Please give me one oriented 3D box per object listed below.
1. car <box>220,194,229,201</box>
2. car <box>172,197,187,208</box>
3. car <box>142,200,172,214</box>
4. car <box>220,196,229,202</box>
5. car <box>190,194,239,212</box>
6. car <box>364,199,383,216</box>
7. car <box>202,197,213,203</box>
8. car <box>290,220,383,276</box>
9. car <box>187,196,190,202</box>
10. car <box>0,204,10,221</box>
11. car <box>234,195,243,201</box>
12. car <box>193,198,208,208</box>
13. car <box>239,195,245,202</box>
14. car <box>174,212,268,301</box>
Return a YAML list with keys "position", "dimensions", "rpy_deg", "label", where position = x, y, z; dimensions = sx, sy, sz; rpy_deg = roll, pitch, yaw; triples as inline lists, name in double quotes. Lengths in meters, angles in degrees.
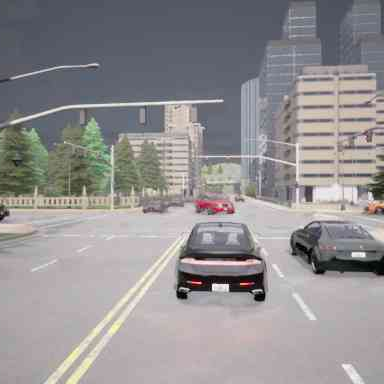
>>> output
- position: [8.409, 1.353, 85.751]
  dimensions: [2.097, 1.767, 4.553]
  rpy_deg: [0, 0, 5]
  label: "car"
- position: [-2.270, 1.564, 48.784]
  dimensions: [1.994, 1.385, 4.181]
  rpy_deg: [0, 0, 6]
  label: "car"
- position: [-3.754, 1.563, 34.603]
  dimensions: [1.994, 1.385, 4.181]
  rpy_deg: [0, 0, 7]
  label: "car"
- position: [7.612, 1.549, 77.449]
  dimensions: [1.994, 1.385, 4.181]
  rpy_deg: [0, 0, 5]
  label: "car"
- position: [2.091, 1.223, 33.024]
  dimensions: [2.150, 2.045, 5.566]
  rpy_deg: [-1, 0, -21]
  label: "car"
- position: [19.181, 1.352, 32.156]
  dimensions: [4.553, 1.767, 2.097]
  rpy_deg: [0, 0, 7]
  label: "car"
- position: [3.164, 1.601, 67.799]
  dimensions: [1.895, 1.301, 4.718]
  rpy_deg: [0, 0, 6]
  label: "car"
- position: [4.404, 1.564, 10.446]
  dimensions: [1.994, 1.385, 4.181]
  rpy_deg: [0, 0, 5]
  label: "car"
- position: [-0.484, 1.564, 66.650]
  dimensions: [1.994, 1.385, 4.181]
  rpy_deg: [0, 0, 6]
  label: "car"
- position: [-16.619, 1.221, 24.784]
  dimensions: [5.566, 2.045, 2.150]
  rpy_deg: [0, 0, 7]
  label: "car"
- position: [11.896, 1.537, 85.447]
  dimensions: [2.033, 1.411, 5.357]
  rpy_deg: [0, 0, 5]
  label: "car"
- position: [1.248, 1.601, 48.803]
  dimensions: [1.895, 1.301, 4.718]
  rpy_deg: [0, 0, 6]
  label: "car"
- position: [11.002, 1.591, 76.141]
  dimensions: [1.895, 1.301, 4.718]
  rpy_deg: [0, 0, 5]
  label: "car"
- position: [0.710, 1.492, 8.339]
  dimensions: [2.128, 1.511, 4.902]
  rpy_deg: [0, 0, 5]
  label: "car"
